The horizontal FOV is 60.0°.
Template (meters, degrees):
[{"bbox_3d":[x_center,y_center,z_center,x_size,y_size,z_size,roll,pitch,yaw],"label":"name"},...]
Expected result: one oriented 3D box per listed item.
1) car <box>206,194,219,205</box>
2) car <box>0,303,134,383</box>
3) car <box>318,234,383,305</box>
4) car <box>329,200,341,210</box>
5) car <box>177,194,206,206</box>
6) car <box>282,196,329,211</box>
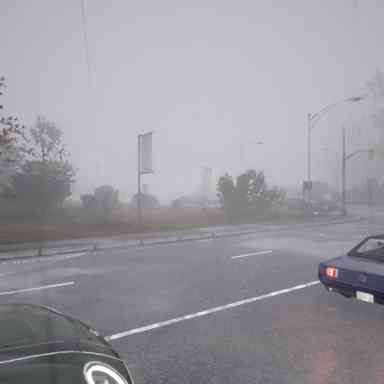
[{"bbox_3d":[2.308,1.117,53.095,2.097,1.767,4.553,-1,0,-39],"label":"car"},{"bbox_3d":[-2.567,1.352,1.893,4.553,1.767,2.097,0,0,-36],"label":"car"},{"bbox_3d":[4.906,1.573,7.230,4.718,1.301,1.895,0,0,-35],"label":"car"},{"bbox_3d":[14.419,1.247,37.937,2.128,1.511,4.902,-1,0,-39],"label":"car"},{"bbox_3d":[-0.568,1.300,51.089,1.837,1.490,4.892,-1,0,-39],"label":"car"},{"bbox_3d":[11.698,1.291,35.704,1.837,1.490,4.892,-1,0,-38],"label":"car"}]
